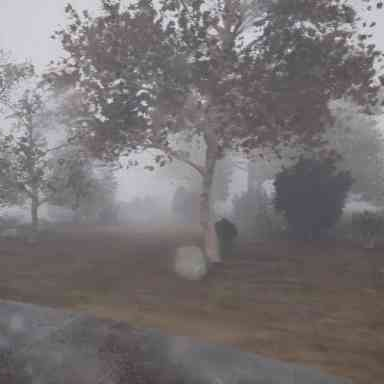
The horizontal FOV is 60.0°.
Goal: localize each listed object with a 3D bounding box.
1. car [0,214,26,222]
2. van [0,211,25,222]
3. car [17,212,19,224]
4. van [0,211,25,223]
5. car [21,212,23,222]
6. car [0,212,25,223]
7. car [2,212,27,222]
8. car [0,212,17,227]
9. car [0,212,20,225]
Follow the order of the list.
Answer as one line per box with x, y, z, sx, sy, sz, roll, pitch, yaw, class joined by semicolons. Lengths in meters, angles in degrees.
-35.333;5.110;65.402;4.892;1.521;2.231;0;-3;-25;car
-36.589;5.028;67.870;4.442;1.987;1.878;0;-3;-25;van
-21.567;3.093;35.415;5.008;1.535;2.097;0;-4;-25;car
-32.932;4.583;60.462;4.442;1.987;1.878;0;-3;-25;van
-25.170;3.642;42.834;5.366;1.575;1.946;0;-4;-25;car
-34.265;4.844;63.013;4.553;1.767;2.185;0;-3;-25;car
-37.600;5.264;70.425;4.553;1.767;2.185;0;-3;-25;car
-20.421;2.905;32.916;4.892;1.521;2.231;0;-4;-25;car
-27.325;3.871;47.896;4.553;1.767;2.185;0;-3;-25;car
